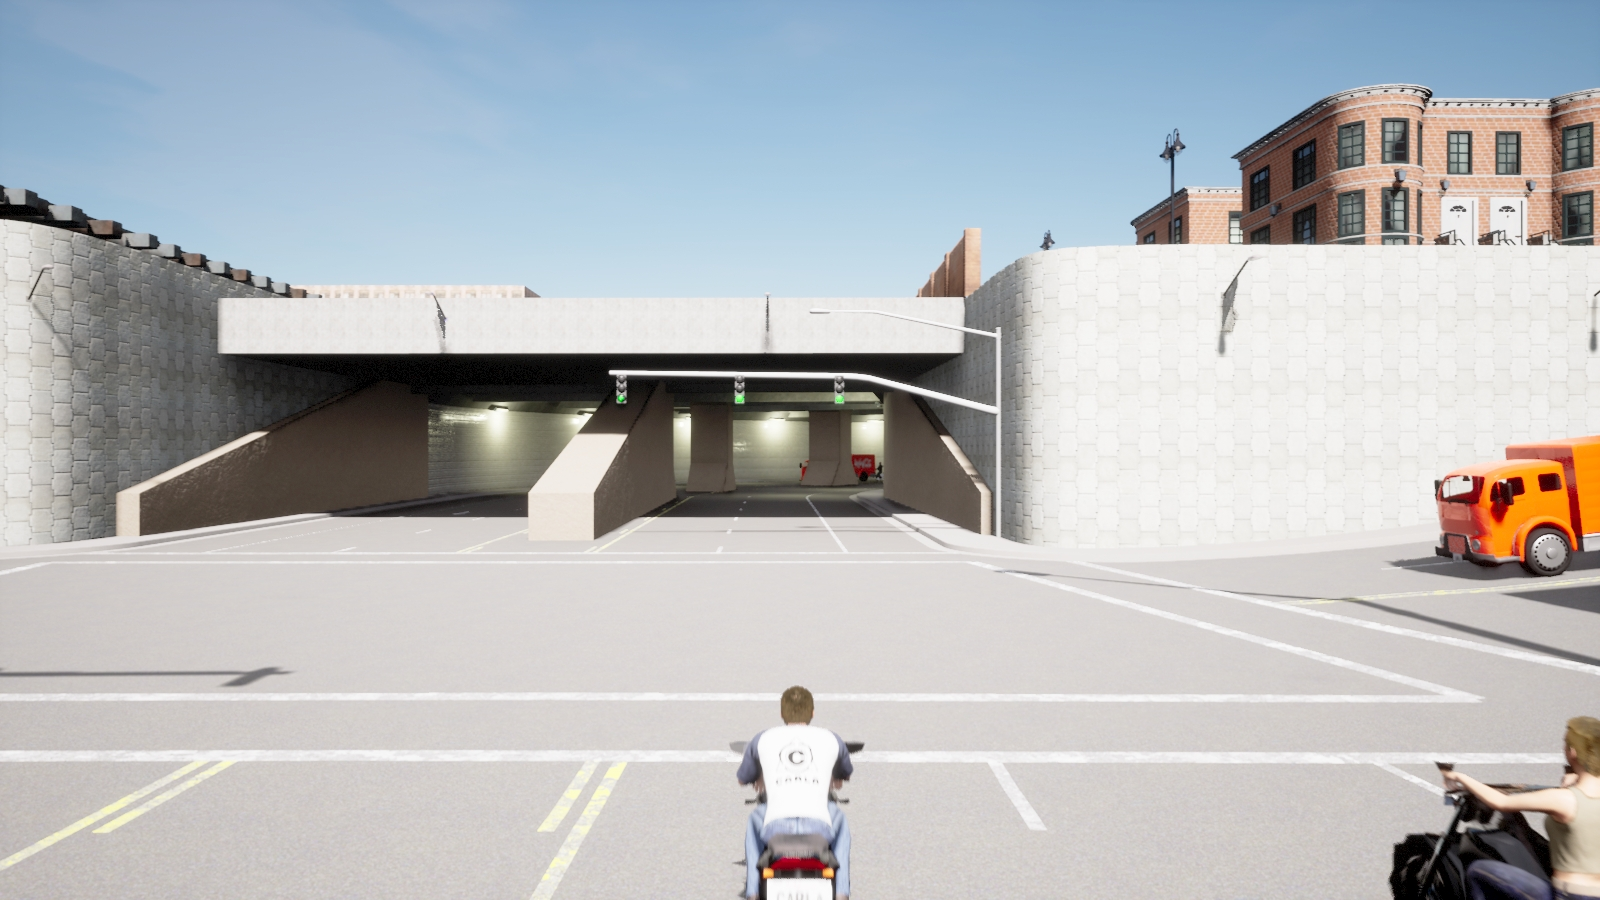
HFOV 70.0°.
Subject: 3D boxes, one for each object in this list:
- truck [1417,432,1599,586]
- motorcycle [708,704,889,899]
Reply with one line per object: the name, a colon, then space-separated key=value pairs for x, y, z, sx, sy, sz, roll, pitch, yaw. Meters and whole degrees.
truck: x=15.635 y=1.005 z=22.608 sx=5.204 sy=2.467 sz=2.627 roll=-7 pitch=0 yaw=0
motorcycle: x=-0.014 y=2.175 z=6.065 sx=0.803 sy=1.224 sz=2.033 roll=0 pitch=-1 yaw=0
